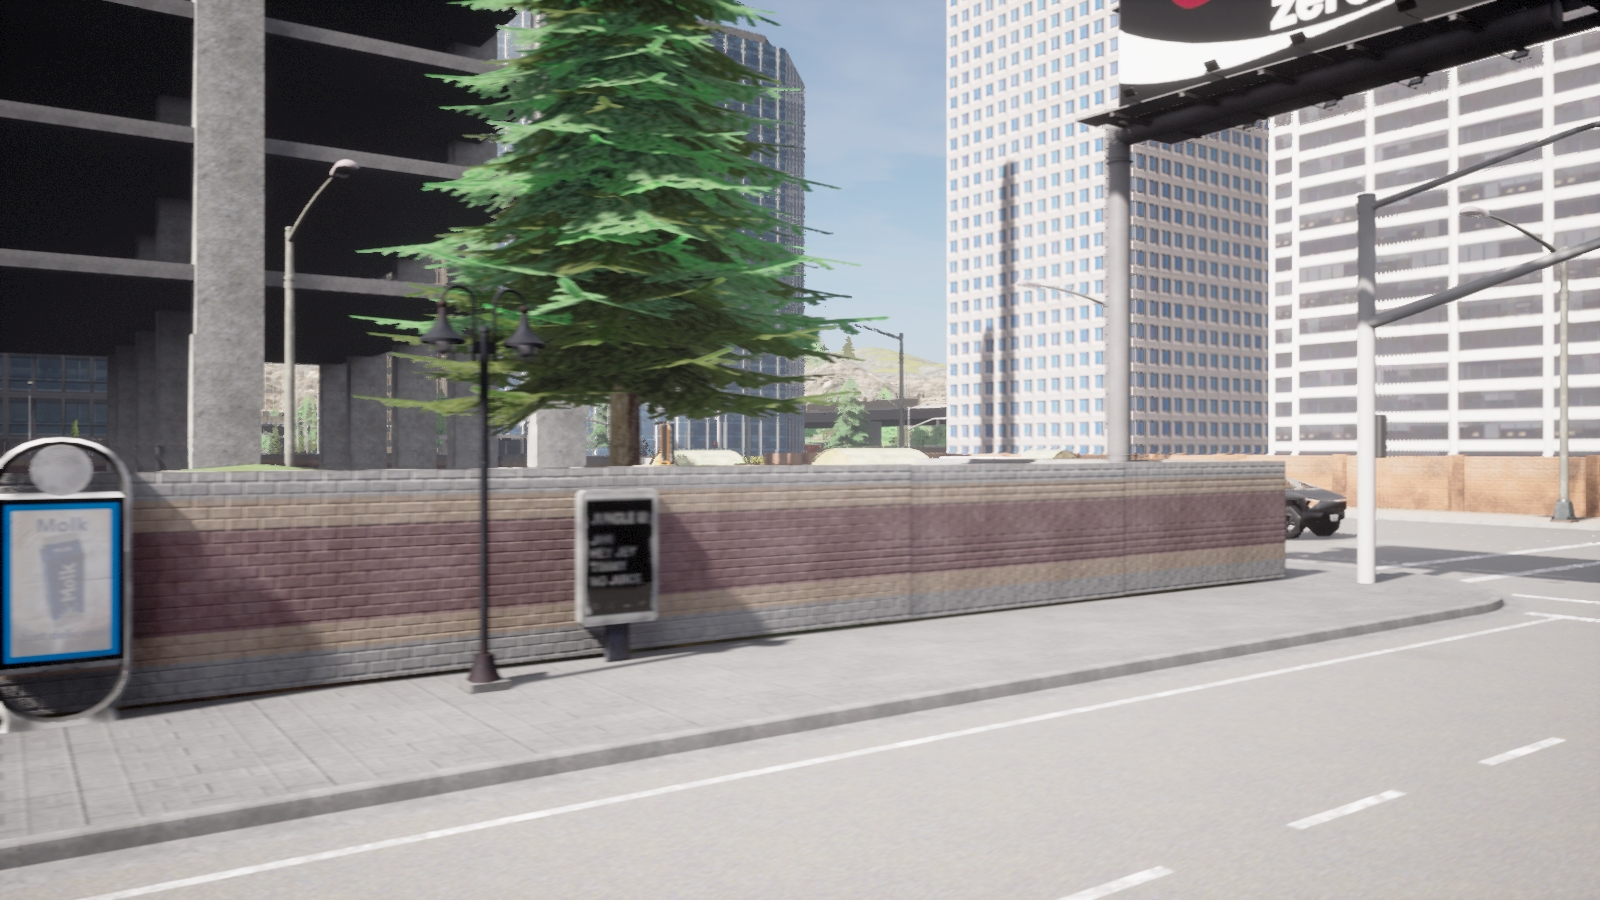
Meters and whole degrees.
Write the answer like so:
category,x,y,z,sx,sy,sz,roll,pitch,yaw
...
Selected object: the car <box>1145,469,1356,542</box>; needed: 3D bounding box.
category,x,y,z,sx,sy,sz,roll,pitch,yaw
car,14.816,1.753,38.009,2.390,2.098,6.274,0,0,-35
